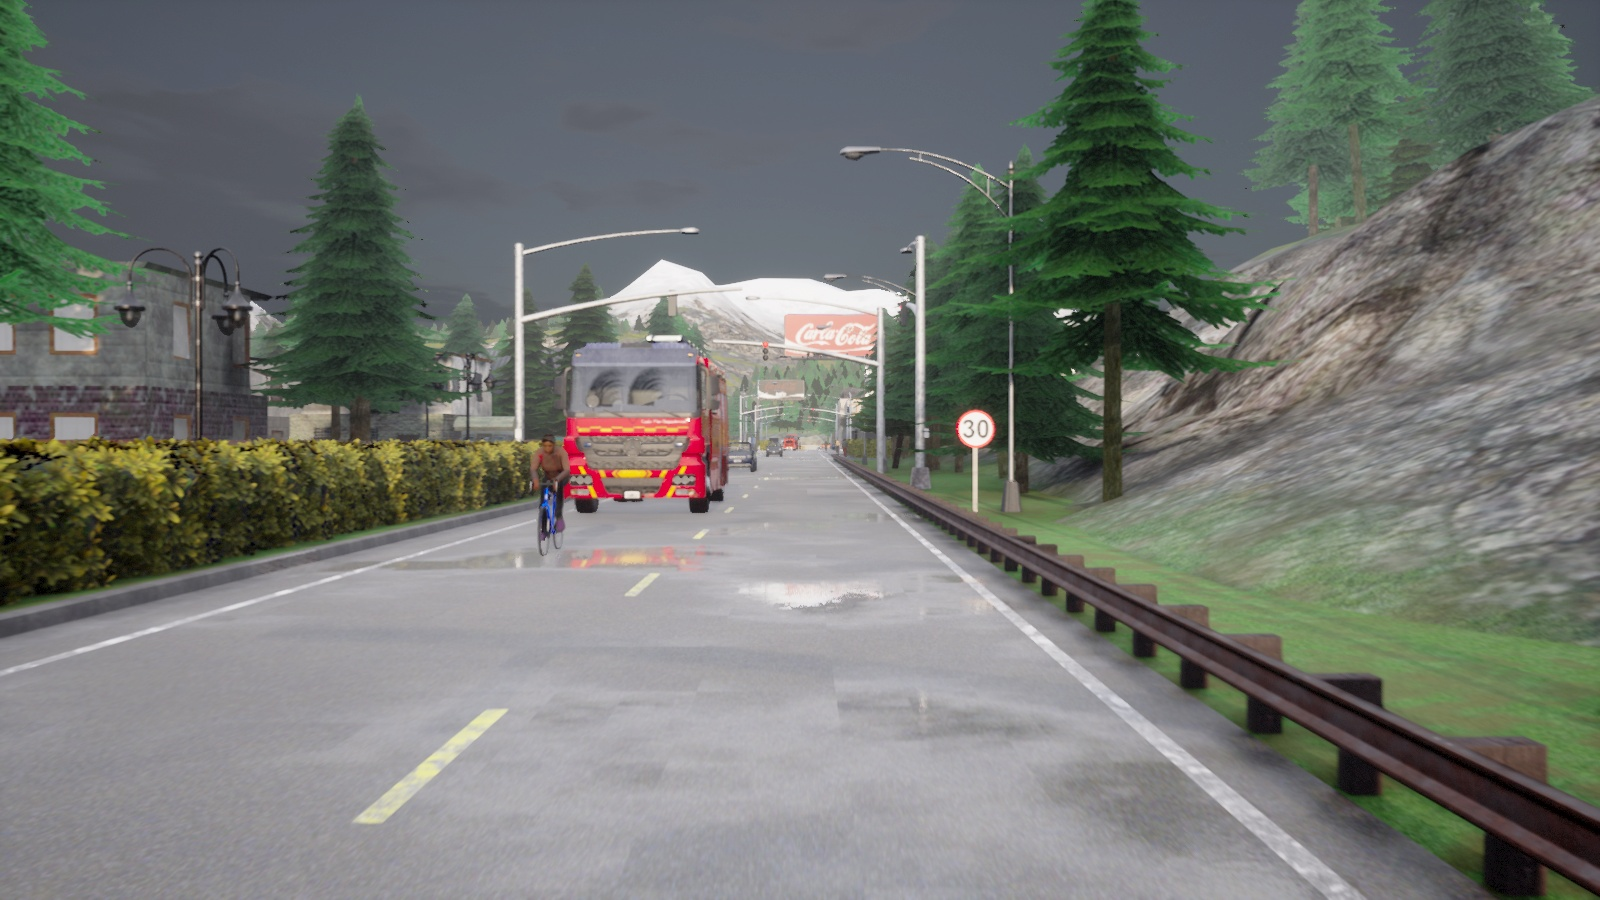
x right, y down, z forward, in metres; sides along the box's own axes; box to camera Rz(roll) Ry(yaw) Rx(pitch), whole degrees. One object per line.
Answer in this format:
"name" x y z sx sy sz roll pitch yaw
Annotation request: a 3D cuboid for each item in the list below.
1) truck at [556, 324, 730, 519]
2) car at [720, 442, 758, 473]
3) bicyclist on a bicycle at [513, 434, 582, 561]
"truck" -3.320 -0.584 28.827 2.891 3.827 8.468 0 0 0
"car" -3.115 0.356 64.828 1.789 1.549 3.705 0 0 0
"bicyclist on a bicycle" -3.388 0.601 16.939 0.582 1.620 1.656 0 1 0
